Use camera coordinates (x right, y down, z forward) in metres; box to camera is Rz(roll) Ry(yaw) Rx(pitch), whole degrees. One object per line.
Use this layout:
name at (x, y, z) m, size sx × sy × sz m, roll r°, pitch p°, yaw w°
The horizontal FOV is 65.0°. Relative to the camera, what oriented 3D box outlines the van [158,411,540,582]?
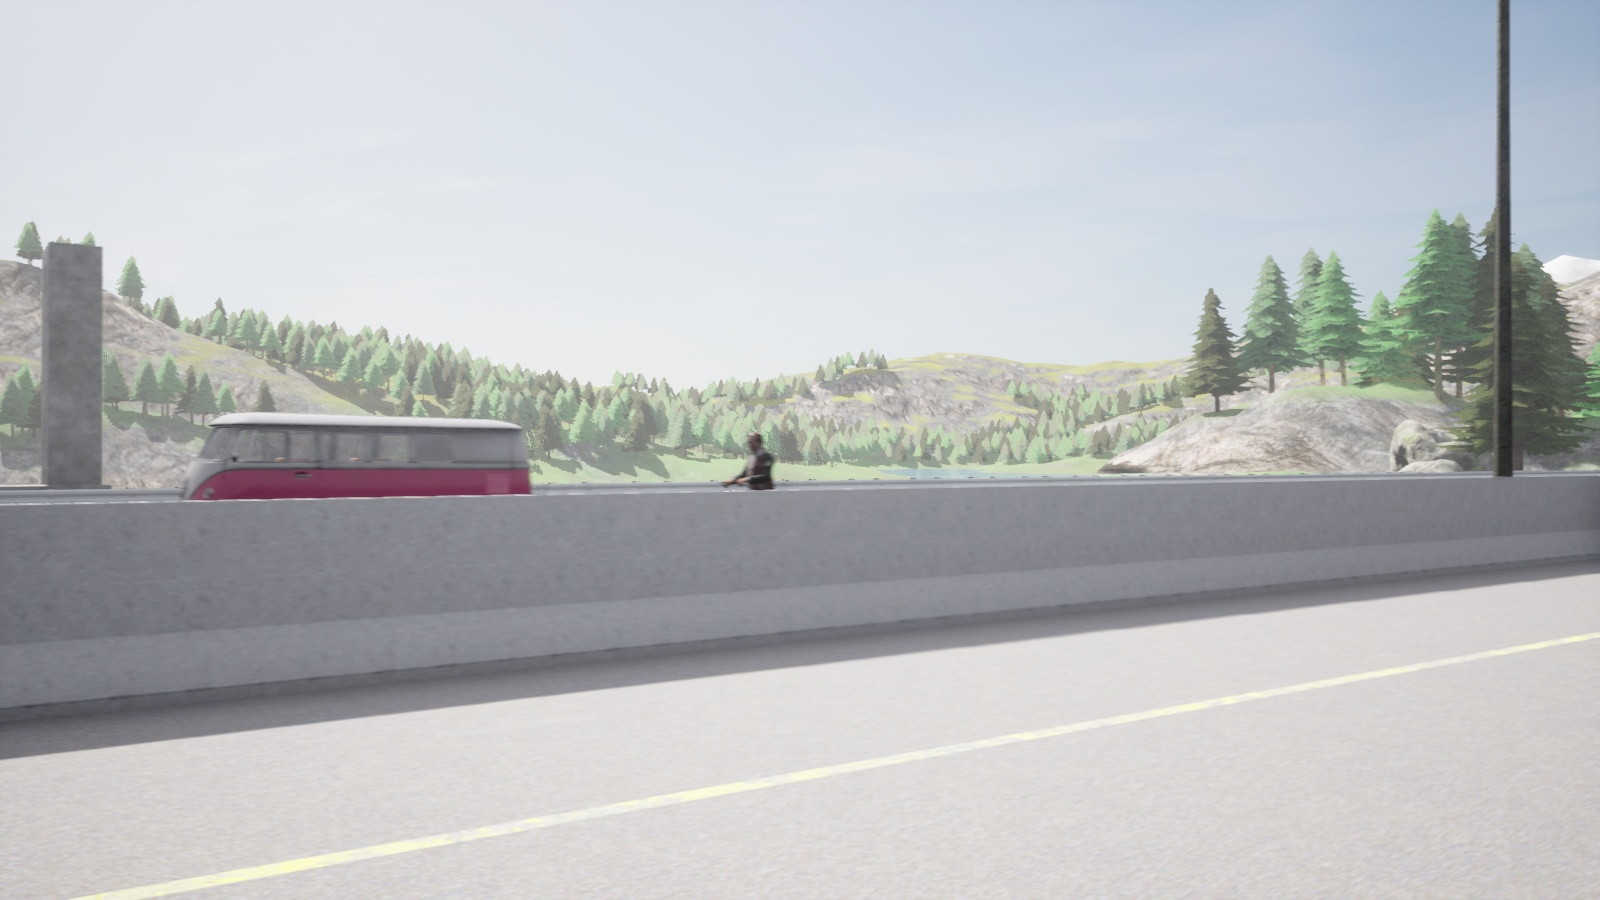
van at (-5.885, 0.554, 16.622) m, size 4.442 × 1.987 × 1.775 m, roll 0°, pitch 0°, yaw -35°
